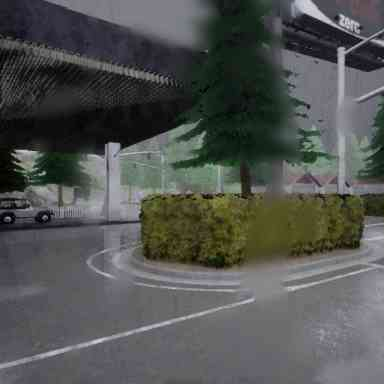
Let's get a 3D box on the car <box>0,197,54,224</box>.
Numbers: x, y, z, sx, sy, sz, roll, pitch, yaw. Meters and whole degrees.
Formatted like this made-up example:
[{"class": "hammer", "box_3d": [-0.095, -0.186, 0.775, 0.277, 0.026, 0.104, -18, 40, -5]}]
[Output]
[{"class": "car", "box_3d": [-11.964, 1.313, 23.481, 3.866, 1.878, 1.905, 0, 0, -36]}]
